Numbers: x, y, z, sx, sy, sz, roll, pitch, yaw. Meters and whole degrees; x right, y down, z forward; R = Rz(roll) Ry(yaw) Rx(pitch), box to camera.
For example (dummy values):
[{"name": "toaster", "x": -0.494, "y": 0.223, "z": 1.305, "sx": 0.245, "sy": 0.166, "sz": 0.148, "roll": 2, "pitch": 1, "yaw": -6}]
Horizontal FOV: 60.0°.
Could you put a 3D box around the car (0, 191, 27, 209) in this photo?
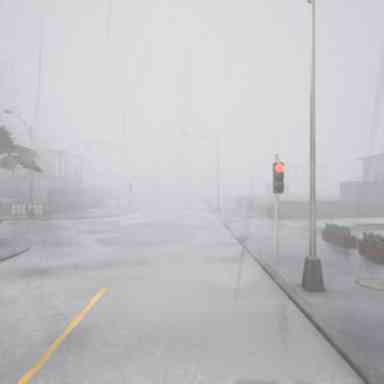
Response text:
[{"name": "car", "x": -19.726, "y": 0.851, "z": 35.536, "sx": 1.905, "sy": 1.878, "sz": 3.866, "roll": 0, "pitch": 0, "yaw": 35}]
